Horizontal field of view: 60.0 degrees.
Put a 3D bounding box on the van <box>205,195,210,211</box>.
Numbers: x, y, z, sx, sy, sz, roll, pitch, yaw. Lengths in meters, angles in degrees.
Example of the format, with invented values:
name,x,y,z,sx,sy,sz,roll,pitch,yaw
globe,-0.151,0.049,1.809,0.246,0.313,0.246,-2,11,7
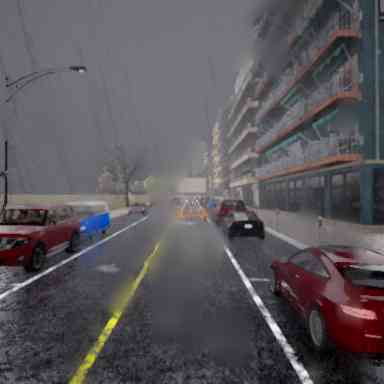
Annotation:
name,x,y,z,sx,sy,sz,roll,pitch,yaw
van,2.571,1.412,34.200,1.690,1.788,3.998,1,0,0

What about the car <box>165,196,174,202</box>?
name,x,y,z,sx,sy,sz,roll,pitch,yaw
car,-5.318,1.692,78.749,1.752,1.417,4.829,1,0,0

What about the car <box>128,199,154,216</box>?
name,x,y,z,sx,sy,sz,roll,pitch,yaw
car,-5.312,1.652,33.687,1.802,1.307,4.206,1,0,0

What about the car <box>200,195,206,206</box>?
name,x,y,z,sx,sy,sz,roll,pitch,yaw
car,2.569,1.409,45.522,2.192,1.841,5.009,1,0,0

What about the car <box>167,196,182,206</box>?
name,x,y,z,sx,sy,sz,roll,pitch,yaw
car,-2.814,1.646,57.857,1.812,1.442,4.674,0,0,0

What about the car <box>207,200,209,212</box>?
name,x,y,z,sx,sy,sz,roll,pitch,yaw
car,2.569,1.625,28.538,1.947,1.339,4.313,1,0,0

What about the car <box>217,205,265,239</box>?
name,x,y,z,sx,sy,sz,roll,pitch,yaw
car,2.571,1.601,17.216,1.947,1.339,4.313,1,0,0

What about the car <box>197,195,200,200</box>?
name,x,y,z,sx,sy,sz,roll,pitch,yaw
car,2.567,1.445,62.505,2.192,1.841,5.009,1,0,0

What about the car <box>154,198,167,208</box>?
name,x,y,z,sx,sy,sz,roll,pitch,yaw
car,-5.314,1.671,50.649,1.947,1.339,4.313,1,0,0

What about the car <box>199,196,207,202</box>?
name,x,y,z,sx,sy,sz,roll,pitch,yaw
car,2.562,1.694,79.658,1.752,1.417,4.829,1,0,0

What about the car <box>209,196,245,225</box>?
name,x,y,z,sx,sy,sz,roll,pitch,yaw
car,2.573,1.362,22.878,2.192,1.841,5.009,1,0,0

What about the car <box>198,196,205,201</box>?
name,x,y,z,sx,sy,sz,roll,pitch,yaw
car,2.560,1.744,90.809,2.008,1.369,4.403,1,0,0

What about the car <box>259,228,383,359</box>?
name,x,y,z,sx,sy,sz,roll,pitch,yaw
car,2.572,1.594,5.894,1.802,1.307,4.206,1,0,0

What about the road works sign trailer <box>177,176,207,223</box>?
name,x,y,z,sx,sy,sz,roll,pitch,yaw
road works sign trailer,-0.004,0.518,25.926,2.380,3.560,2.880,0,0,0

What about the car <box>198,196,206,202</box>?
name,x,y,z,sx,sy,sz,roll,pitch,yaw
car,2.561,1.706,85.319,1.752,1.417,4.829,1,0,0

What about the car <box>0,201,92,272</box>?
name,x,y,z,sx,sy,sz,roll,pitch,yaw
car,-5.306,1.338,11.071,2.192,1.841,5.009,1,0,0

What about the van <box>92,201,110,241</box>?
name,x,y,z,sx,sy,sz,roll,pitch,yaw
van,-5.307,1.376,16.725,1.690,1.788,3.998,1,0,0
